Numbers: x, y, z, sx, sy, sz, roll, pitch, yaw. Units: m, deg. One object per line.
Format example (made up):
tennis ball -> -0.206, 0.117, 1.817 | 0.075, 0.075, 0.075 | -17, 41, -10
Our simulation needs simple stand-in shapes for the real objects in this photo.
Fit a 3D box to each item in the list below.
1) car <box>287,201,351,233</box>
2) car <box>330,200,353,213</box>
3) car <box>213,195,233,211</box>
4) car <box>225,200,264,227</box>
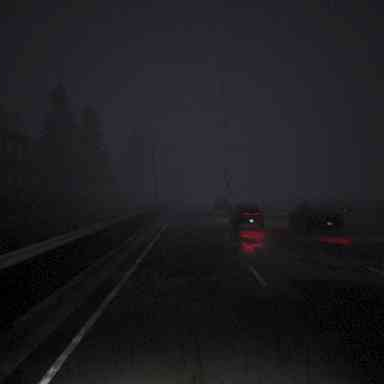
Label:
car -> 7.122, 1.486, 19.681 | 1.882, 1.535, 5.008 | 0, 0, 0
car -> 14.139, 1.507, 33.077 | 2.128, 1.511, 4.902 | 0, 0, 0
car -> 3.649, 1.490, 40.444 | 1.882, 1.535, 5.008 | 0, 0, 0
car -> 3.624, 1.512, 22.703 | 1.837, 1.490, 4.892 | 0, 0, 0
